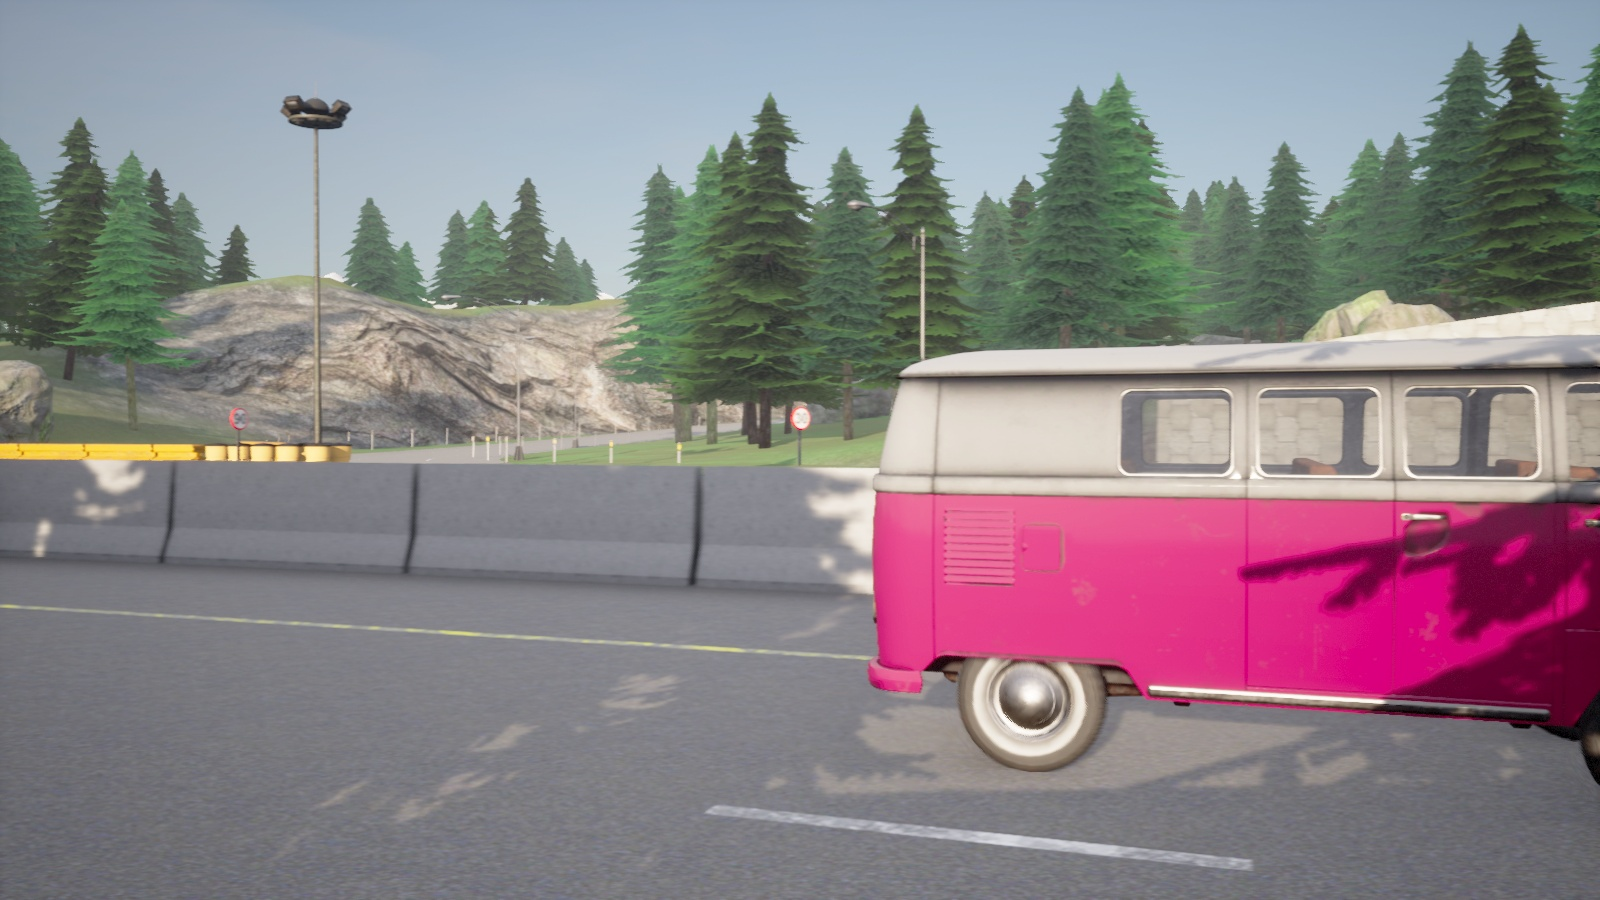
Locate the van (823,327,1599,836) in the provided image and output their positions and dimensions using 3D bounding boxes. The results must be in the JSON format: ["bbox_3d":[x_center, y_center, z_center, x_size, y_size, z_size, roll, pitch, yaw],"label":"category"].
[{"bbox_3d":[2.504,0.492,6.039,4.442,1.987,1.775,1,1,19],"label":"van"}]
